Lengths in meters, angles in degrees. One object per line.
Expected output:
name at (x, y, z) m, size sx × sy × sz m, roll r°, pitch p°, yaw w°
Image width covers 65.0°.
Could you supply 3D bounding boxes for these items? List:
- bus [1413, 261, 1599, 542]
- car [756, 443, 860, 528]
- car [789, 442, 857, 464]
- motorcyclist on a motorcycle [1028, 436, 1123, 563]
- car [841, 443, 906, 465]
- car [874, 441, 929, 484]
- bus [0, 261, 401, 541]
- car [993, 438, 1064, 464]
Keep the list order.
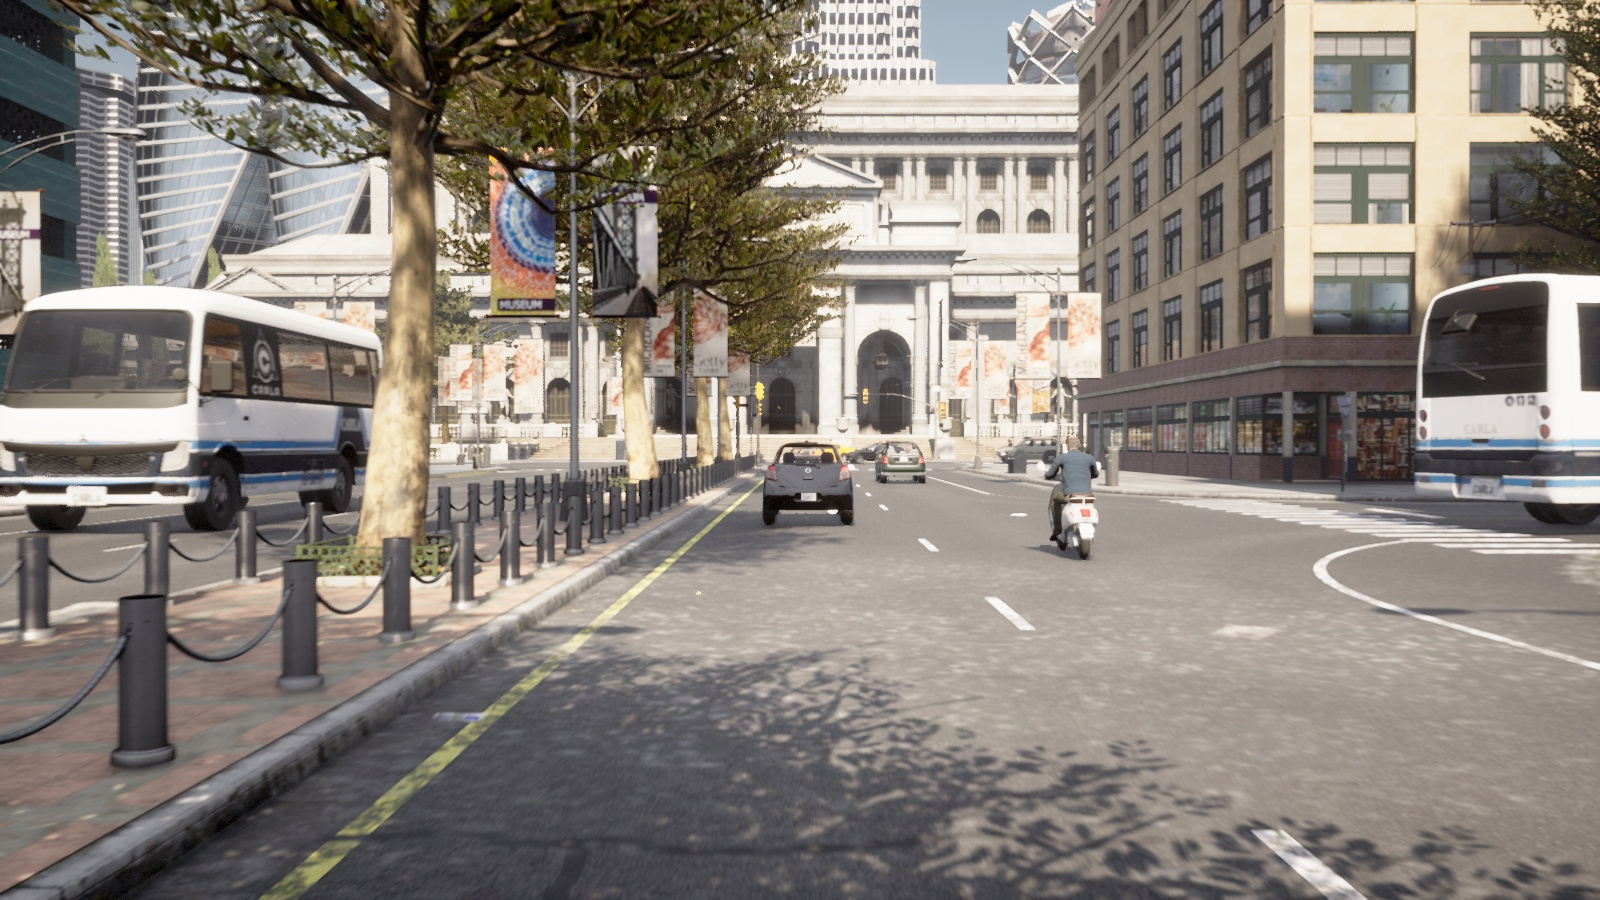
bus at (16.629, -0.741, 22.160) m, size 10.273 × 4.253 × 3.944 m, roll 0°, pitch 0°, yaw -13°
car at (0.152, 0.624, 24.131) m, size 1.845 × 1.501 × 3.633 m, roll 0°, pitch 0°, yaw 0°
car at (1.679, 0.206, 92.148) m, size 5.008 × 1.535 × 1.882 m, roll 0°, pitch 0°, yaw 1°
motorcyclist on a motorcycle at (3.610, 0.609, 16.626) m, size 0.866 × 1.590 × 1.817 m, roll 0°, pitch 0°, yaw 0°
car at (5.133, 0.271, 87.606) m, size 4.193 × 1.474 × 1.816 m, roll 0°, pitch 0°, yaw -13°
car at (3.782, 0.457, 47.435) m, size 1.789 × 1.549 × 3.705 m, roll 0°, pitch 0°, yaw 0°
bus at (-11.345, -0.776, 24.261) m, size 3.944 × 4.253 × 10.273 m, roll 0°, pitch 0°, yaw 0°
car at (16.071, 0.077, 88.507) m, size 4.605 × 1.855 × 1.932 m, roll 0°, pitch 0°, yaw 1°
